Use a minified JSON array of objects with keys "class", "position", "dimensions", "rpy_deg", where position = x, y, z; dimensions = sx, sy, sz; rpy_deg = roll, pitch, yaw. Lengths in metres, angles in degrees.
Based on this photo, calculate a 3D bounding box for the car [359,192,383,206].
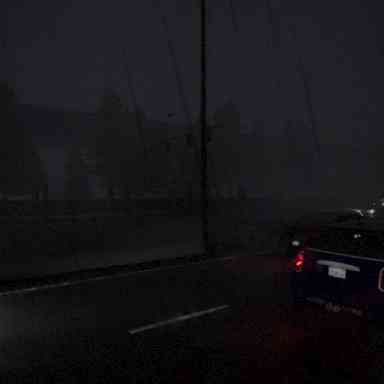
[{"class":"car","position":[23.469,1.032,42.223],"dimensions":[5.566,2.045,2.150],"rpy_deg":[0,0,-35]}]

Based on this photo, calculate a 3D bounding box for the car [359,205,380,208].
[{"class":"car","position":[5.247,1.439,11.794],"dimensions":[5.008,1.535,1.882],"rpy_deg":[0,0,-36]}]

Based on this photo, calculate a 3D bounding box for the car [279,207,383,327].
[{"class":"car","position":[4.104,1.330,6.675],"dimensions":[4.553,1.767,2.097],"rpy_deg":[0,0,-36]}]
